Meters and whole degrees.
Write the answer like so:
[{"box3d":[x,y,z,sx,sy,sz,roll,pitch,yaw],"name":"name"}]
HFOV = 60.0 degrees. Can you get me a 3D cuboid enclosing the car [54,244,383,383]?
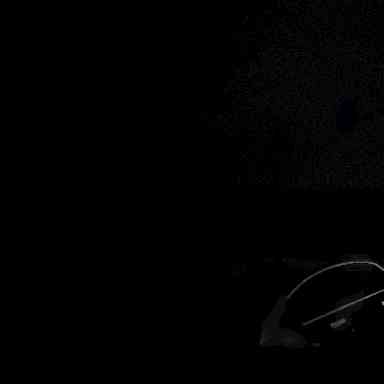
[{"box3d":[0.970,1.483,3.968,4.892,1.490,1.837,0,0,-35],"name":"car"}]
